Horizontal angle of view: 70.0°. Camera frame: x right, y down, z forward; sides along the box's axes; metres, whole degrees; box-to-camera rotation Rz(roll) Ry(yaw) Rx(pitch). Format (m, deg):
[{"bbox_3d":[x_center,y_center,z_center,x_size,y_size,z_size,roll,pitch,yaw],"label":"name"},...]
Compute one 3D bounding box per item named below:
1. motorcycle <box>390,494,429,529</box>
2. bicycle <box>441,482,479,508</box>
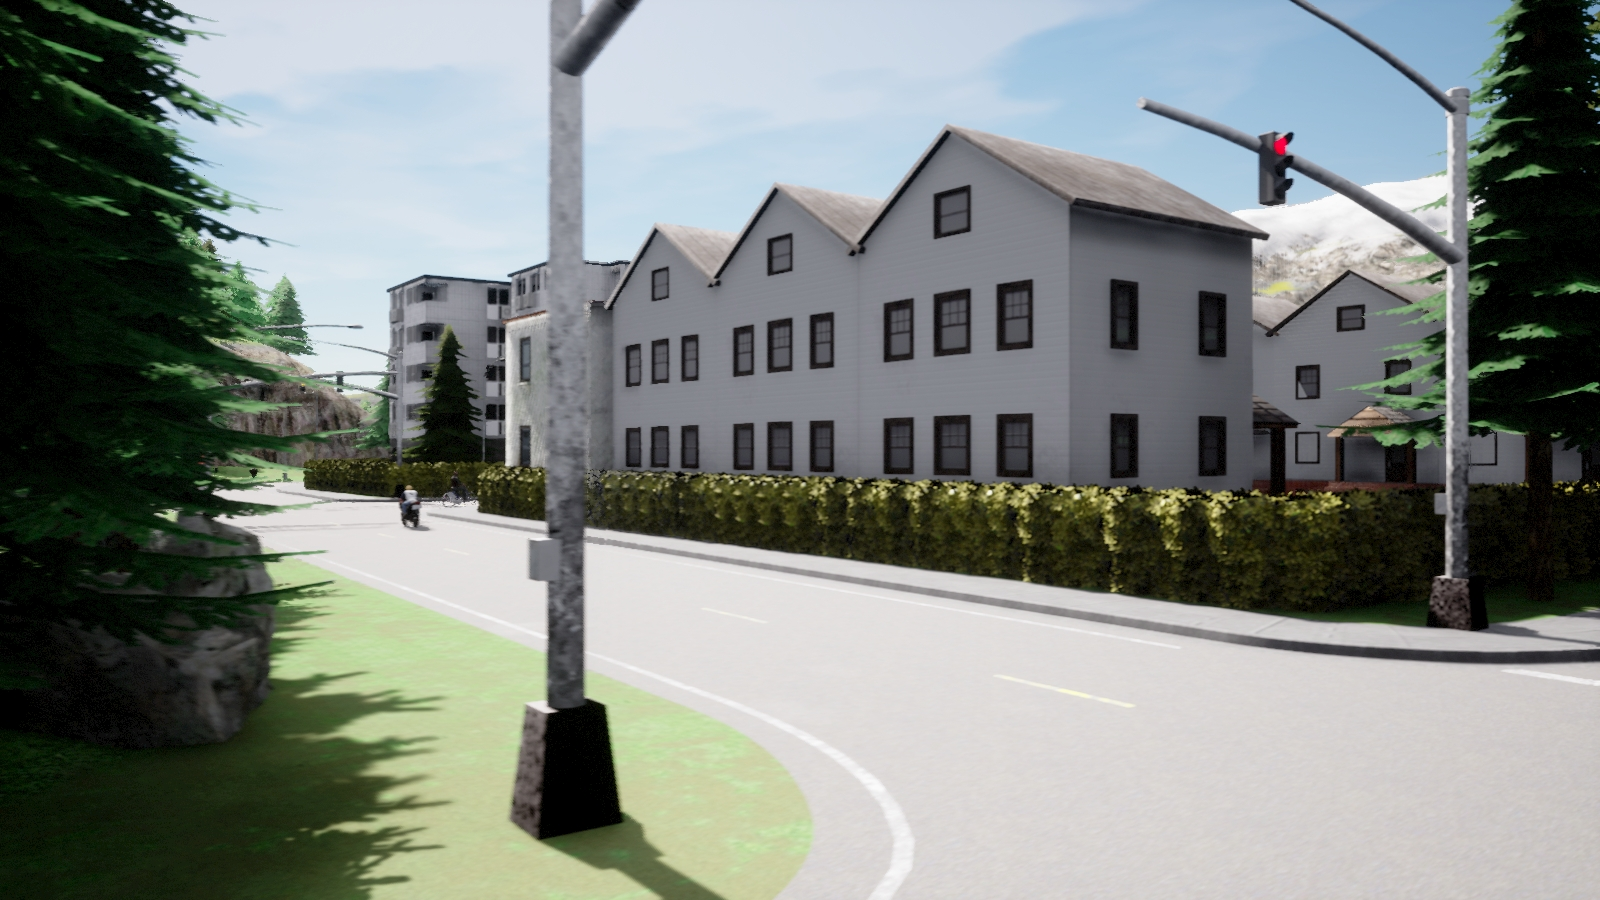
[{"bbox_3d":[-14.072,2.197,41.178,0.803,1.145,2.033,0,0,-35],"label":"motorcycle"},{"bbox_3d":[-16.557,2.196,55.662,0.329,1.171,1.835,4,3,45],"label":"bicycle"}]
